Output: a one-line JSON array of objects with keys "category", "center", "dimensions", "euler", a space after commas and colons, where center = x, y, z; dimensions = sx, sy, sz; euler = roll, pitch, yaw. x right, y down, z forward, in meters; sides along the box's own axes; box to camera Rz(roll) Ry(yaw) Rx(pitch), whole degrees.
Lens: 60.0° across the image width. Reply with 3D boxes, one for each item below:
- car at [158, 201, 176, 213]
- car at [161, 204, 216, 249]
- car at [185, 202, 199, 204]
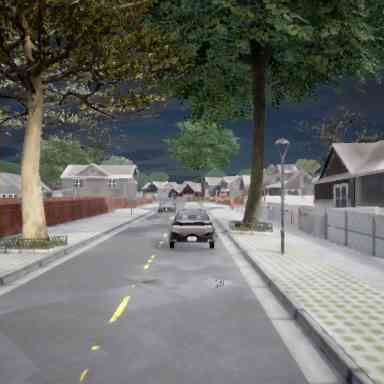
[{"category": "car", "center": [-2.750, 1.694, 37.901], "dimensions": [1.994, 1.385, 4.181], "euler": [0, 0, 0]}, {"category": "car", "center": [0.000, 1.513, 14.662], "dimensions": [2.128, 1.511, 4.902], "euler": [0, 0, 0]}, {"category": "car", "center": [0.000, 1.591, 29.671], "dimensions": [1.812, 1.442, 4.674], "euler": [0, 0, 0]}]
